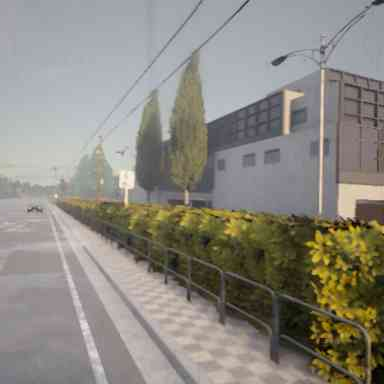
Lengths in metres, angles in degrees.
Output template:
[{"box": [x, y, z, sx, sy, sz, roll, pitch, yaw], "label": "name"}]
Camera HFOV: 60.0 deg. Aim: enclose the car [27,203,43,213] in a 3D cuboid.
[{"box": [-21.250, 2.140, 45.099, 1.895, 1.301, 4.718, 2, -2, -24], "label": "car"}]
